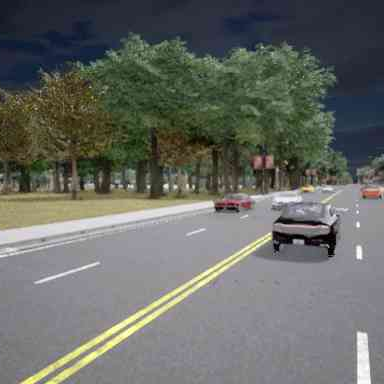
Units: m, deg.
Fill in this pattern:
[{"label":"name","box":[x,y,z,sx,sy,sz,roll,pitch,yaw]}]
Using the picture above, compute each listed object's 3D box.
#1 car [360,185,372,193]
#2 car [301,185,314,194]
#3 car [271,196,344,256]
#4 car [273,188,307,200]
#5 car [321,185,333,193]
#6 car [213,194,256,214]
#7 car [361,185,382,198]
[{"label":"car","box":[33.579,-0.646,64.170,1.837,1.490,4.892,1,2,26]},{"label":"car","box":[21.524,-0.531,61.819,1.882,1.535,5.008,1,2,27]},{"label":"car","box":[4.062,1.108,11.486,2.128,1.511,4.902,1,2,26]},{"label":"car","box":[7.690,0.654,26.625,1.812,1.442,4.674,1,2,26]},{"label":"car","box":[25.550,-0.534,62.618,1.812,1.442,4.674,1,2,27]},{"label":"car","box":[3.258,0.806,24.996,1.895,1.301,4.718,1,2,26]},{"label":"car","box":[23.545,-0.128,43.613,2.097,1.767,4.553,1,2,26]}]
